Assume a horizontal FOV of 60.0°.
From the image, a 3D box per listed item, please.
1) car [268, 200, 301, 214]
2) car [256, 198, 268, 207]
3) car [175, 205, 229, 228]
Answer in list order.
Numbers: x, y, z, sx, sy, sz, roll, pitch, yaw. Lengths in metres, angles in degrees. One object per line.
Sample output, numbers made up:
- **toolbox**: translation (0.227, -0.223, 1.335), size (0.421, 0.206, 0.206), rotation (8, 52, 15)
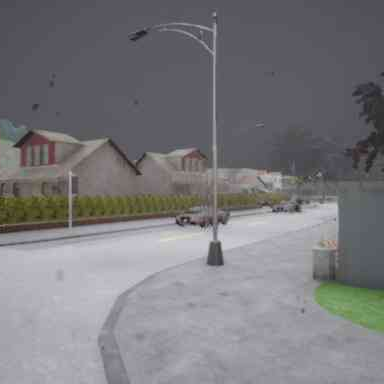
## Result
- **car**: translation (10.029, 1.566, 35.111), size (1.994, 1.385, 4.181), rotation (0, 0, 36)
- **car**: translation (8.301, 1.359, 47.833), size (5.357, 1.415, 2.033), rotation (0, 0, 38)
- **car**: translation (0.737, 1.566, 22.106), size (1.994, 1.385, 4.181), rotation (0, 0, 36)
